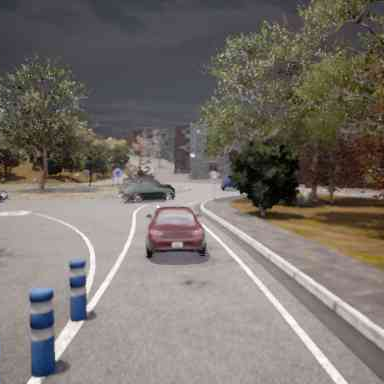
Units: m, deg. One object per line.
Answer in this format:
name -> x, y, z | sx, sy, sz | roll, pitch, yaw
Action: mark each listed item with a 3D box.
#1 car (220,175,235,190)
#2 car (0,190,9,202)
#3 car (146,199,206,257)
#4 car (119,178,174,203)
car -> 5.188, -1.379, 46.796 | 2.150, 2.045, 5.566 | 0, 4, 0
car -> -18.353, 0.130, 28.790 | 4.902, 1.511, 2.128 | 1, 4, 9
car -> -0.614, 1.208, 11.563 | 1.812, 1.442, 4.674 | 0, 3, -5
car -> -3.821, -0.053, 29.401 | 4.553, 1.767, 2.097 | -3, 4, -34
